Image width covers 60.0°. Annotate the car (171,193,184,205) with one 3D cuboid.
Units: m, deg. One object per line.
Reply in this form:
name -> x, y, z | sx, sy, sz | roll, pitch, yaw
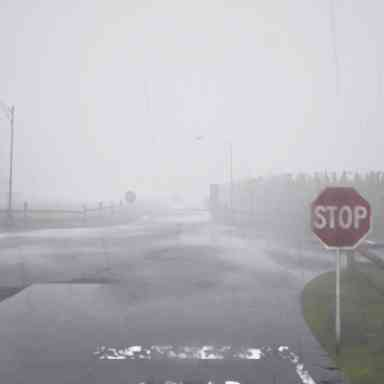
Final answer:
car -> -2.682, 1.202, 62.039 | 2.150, 2.045, 5.566 | 0, 0, 0
